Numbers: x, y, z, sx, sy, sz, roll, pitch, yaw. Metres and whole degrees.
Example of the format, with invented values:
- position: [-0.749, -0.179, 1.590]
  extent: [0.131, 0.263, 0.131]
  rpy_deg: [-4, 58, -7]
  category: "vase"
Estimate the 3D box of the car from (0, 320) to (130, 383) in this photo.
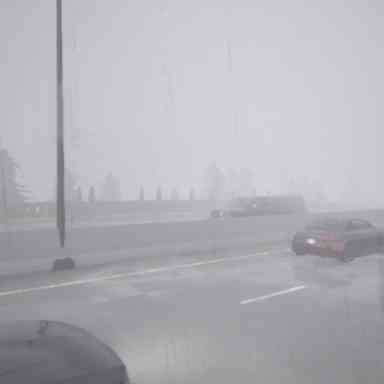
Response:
- position: [-2.712, 1.505, 1.828]
  extent: [4.892, 1.490, 1.837]
  rpy_deg: [0, 0, -35]
  category: "car"

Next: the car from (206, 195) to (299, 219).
- position: [3.414, 1.233, 19.322]
  extent: [5.566, 2.045, 2.150]
  rpy_deg: [0, 0, -35]
  category: "car"

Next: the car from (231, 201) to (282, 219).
- position: [5.789, 1.544, 29.609]
  extent: [4.674, 1.442, 1.812]
  rpy_deg: [0, 0, -35]
  category: "car"

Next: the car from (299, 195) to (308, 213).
- position: [6.662, 1.239, 25.934]
  extent: [5.566, 2.045, 2.150]
  rpy_deg: [0, 0, -35]
  category: "car"

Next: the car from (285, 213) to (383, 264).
- position: [5.509, 1.573, 11.975]
  extent: [4.181, 1.385, 1.994]
  rpy_deg: [0, 0, -35]
  category: "car"
